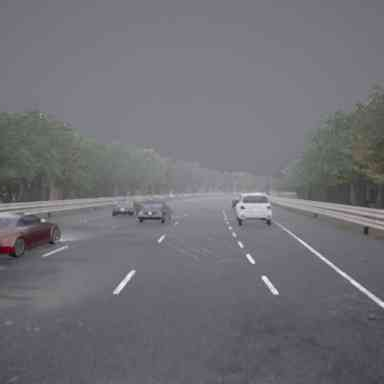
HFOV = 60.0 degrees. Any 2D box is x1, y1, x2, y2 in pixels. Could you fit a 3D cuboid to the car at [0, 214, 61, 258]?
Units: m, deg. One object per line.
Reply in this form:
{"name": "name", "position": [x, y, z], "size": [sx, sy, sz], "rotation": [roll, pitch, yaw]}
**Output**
{"name": "car", "position": [-6.639, 1.497, 12.547], "size": [1.994, 1.385, 4.181], "rotation": [0, 0, 2]}

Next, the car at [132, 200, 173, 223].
{"name": "car", "position": [-2.592, 1.430, 24.298], "size": [2.033, 1.411, 5.357], "rotation": [0, 0, 4]}

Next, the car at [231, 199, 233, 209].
{"name": "car", "position": [5.998, 1.286, 42.459], "size": [1.882, 1.535, 5.008], "rotation": [0, 1, 6]}

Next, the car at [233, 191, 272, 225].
{"name": "car", "position": [4.213, 1.115, 23.332], "size": [2.150, 2.045, 5.566], "rotation": [0, 1, 5]}

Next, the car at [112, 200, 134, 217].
{"name": "car", "position": [-5.691, 1.420, 29.919], "size": [1.994, 1.385, 4.181], "rotation": [0, 0, 4]}

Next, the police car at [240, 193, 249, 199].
{"name": "police car", "position": [14.828, 1.100, 93.650], "size": [2.038, 1.542, 4.974], "rotation": [0, 0, 14]}

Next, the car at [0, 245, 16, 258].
{"name": "car", "position": [-3.359, 1.479, 1.798], "size": [2.128, 1.511, 4.902], "rotation": [0, 0, 0]}
